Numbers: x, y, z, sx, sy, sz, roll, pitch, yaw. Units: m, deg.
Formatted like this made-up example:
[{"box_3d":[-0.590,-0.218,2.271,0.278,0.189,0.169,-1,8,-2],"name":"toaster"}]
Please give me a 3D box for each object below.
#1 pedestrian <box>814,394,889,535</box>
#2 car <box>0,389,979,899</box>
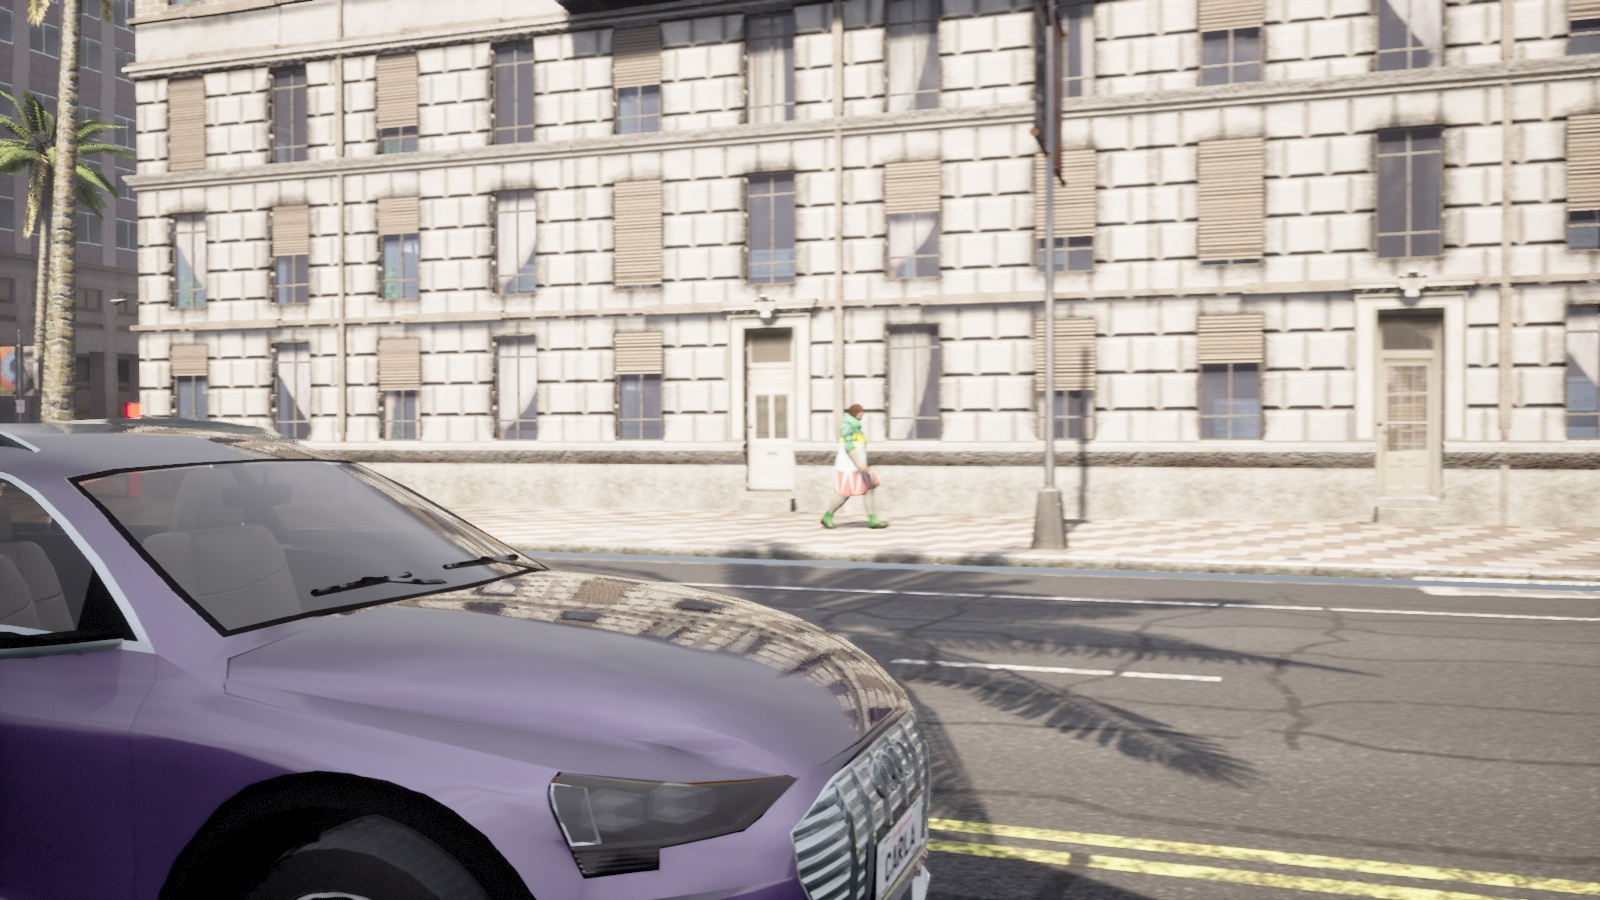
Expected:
[{"box_3d":[0.736,0.198,17.866,0.873,1.952,0.659,1,1,23],"name":"pedestrian"},{"box_3d":[-2.049,0.685,3.882,4.856,1.649,2.033,1,1,19],"name":"car"}]
